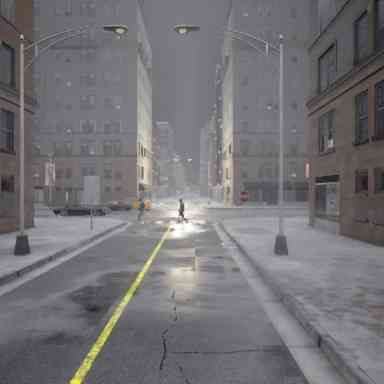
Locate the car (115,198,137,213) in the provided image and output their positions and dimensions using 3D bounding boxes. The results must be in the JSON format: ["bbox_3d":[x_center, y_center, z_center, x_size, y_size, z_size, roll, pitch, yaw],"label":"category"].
[{"bbox_3d":[-8.833,1.609,36.536,4.718,1.301,1.895,0,0,0],"label":"car"}]

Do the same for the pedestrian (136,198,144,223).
[{"bbox_3d":[-3.631,1.293,23.749,0.375,1.860,0.375,0,0,0],"label":"pedestrian"}]

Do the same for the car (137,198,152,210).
[{"bbox_3d":[-7.332,1.481,39.784,5.008,1.535,1.882,0,0,0],"label":"car"}]

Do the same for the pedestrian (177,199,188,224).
[{"bbox_3d":[-0.666,1.293,23.143,0.375,1.860,0.375,0,0,0],"label":"pedestrian"}]

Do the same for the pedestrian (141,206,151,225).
[{"bbox_3d":[-3.002,1.673,22.548,0.500,1.100,0.500,0,0,0],"label":"pedestrian"}]

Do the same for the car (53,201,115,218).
[{"bbox_3d":[-9.651,1.618,29.476,4.718,1.301,1.895,0,0,7],"label":"car"}]
